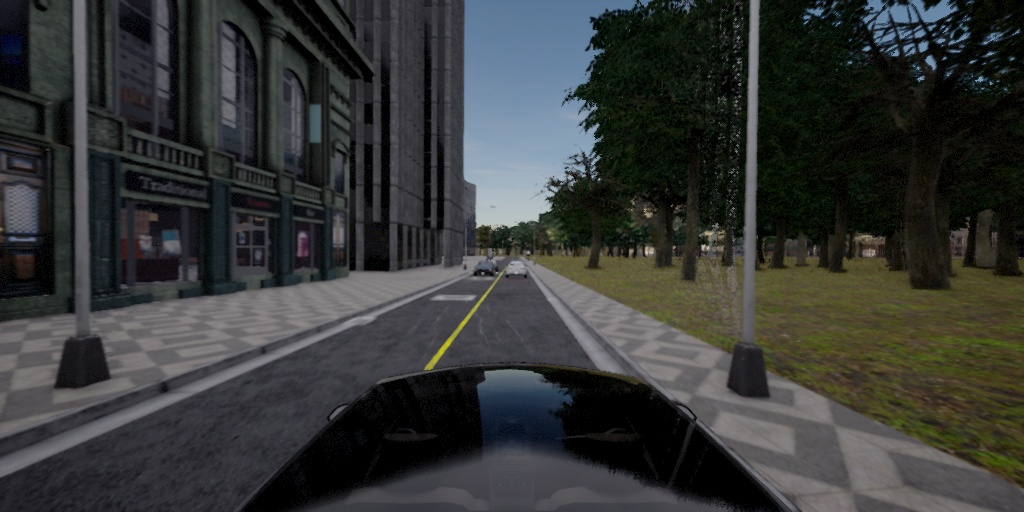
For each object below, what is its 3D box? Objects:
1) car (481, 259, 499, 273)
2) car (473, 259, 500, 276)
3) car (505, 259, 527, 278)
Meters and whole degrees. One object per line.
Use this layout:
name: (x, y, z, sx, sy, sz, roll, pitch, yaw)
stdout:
car: (-2.543, 1.145, 43.214, 1.812, 1.442, 4.674, 1, 0, 1)
car: (-2.633, 1.194, 35.415, 2.033, 1.411, 5.357, 1, 0, 1)
car: (0.405, 1.211, 33.177, 1.812, 1.442, 4.674, 1, 0, 1)
